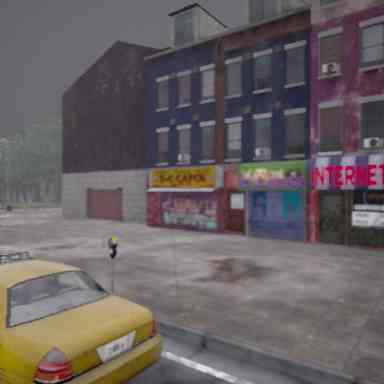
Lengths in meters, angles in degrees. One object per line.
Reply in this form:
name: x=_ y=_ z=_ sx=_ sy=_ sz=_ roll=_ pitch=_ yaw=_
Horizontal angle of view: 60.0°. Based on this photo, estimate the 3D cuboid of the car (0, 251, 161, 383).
car: x=-2.637 y=1.520 z=4.690 sx=4.829 sy=1.417 sz=1.752 roll=0 pitch=0 yaw=36
